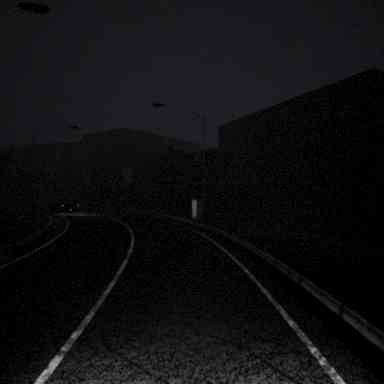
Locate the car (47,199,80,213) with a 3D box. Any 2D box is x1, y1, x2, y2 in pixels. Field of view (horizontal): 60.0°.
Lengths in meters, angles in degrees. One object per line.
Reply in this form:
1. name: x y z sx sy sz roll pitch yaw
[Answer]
1. car: -12.880 1.363 33.310 1.895 1.301 4.718 1 0 -39
